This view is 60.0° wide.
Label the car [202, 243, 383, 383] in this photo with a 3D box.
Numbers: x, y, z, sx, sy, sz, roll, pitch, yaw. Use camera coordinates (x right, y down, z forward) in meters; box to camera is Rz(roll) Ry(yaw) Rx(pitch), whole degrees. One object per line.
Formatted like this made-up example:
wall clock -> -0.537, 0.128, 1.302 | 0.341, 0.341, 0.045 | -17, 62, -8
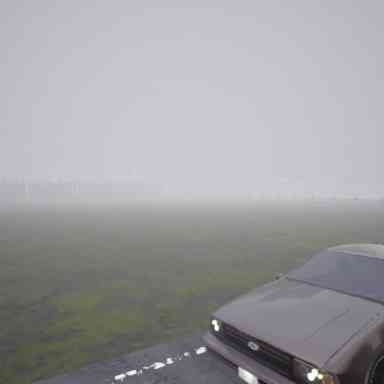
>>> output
car -> 2.759, 1.547, 5.020 | 5.357, 1.411, 2.033 | 0, 0, -35
